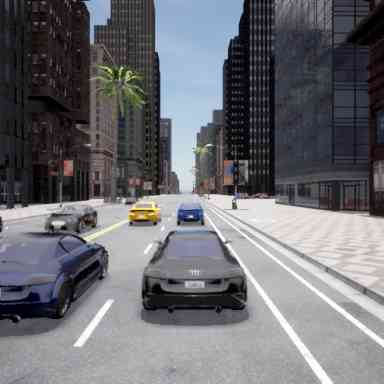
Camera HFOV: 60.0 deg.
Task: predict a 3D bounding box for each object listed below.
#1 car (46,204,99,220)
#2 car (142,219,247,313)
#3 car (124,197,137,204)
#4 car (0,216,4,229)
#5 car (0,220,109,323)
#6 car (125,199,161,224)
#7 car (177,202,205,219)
[{"bbox_3d":[-6.762,1.491,19.155,2.128,1.511,4.902,0,0,0],"label":"car"},{"bbox_3d":[0.033,1.564,7.738,1.994,1.385,4.181,0,0,0],"label":"car"},{"bbox_3d":[-10.234,1.606,57.108,2.033,1.411,5.357,0,0,0],"label":"car"},{"bbox_3d":[-9.968,1.477,13.940,1.882,1.535,5.008,0,0,0],"label":"car"},{"bbox_3d":[-3.211,1.563,7.300,1.994,1.385,4.181,0,0,0],"label":"car"},{"bbox_3d":[-3.357,1.477,24.497,1.882,1.535,5.008,0,0,0],"label":"car"},{"bbox_3d":[-0.106,1.477,24.511,1.882,1.535,5.008,0,0,-1],"label":"car"}]
